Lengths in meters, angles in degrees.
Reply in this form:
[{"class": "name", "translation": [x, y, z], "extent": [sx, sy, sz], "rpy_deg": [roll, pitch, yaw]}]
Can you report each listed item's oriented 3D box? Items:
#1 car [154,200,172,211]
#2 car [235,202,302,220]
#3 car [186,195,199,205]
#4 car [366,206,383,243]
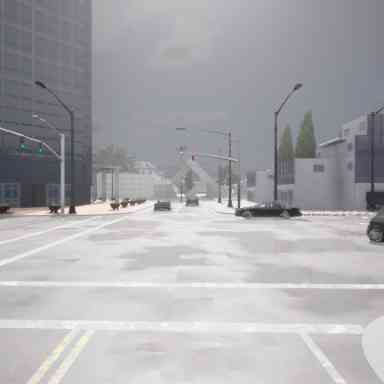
[{"class": "car", "translation": [-3.619, 1.601, 41.646], "extent": [1.895, 1.301, 4.718], "rpy_deg": [0, 0, 0]}, {"class": "car", "translation": [6.318, 1.547, 27.706], "extent": [5.357, 1.411, 2.033], "rpy_deg": [0, 0, 11]}, {"class": "car", "translation": [0.103, 1.352, 57.664], "extent": [2.097, 1.767, 4.553], "rpy_deg": [0, 0, 1]}, {"class": "car", "translation": [9.722, 1.347, 13.604], "extent": [2.097, 1.767, 4.553], "rpy_deg": [0, 0, -29]}]
